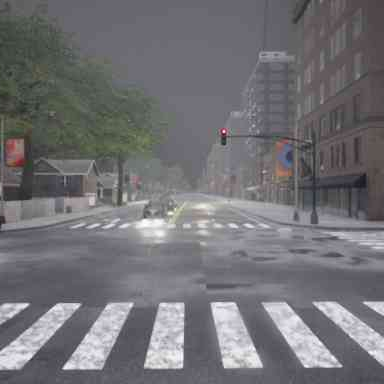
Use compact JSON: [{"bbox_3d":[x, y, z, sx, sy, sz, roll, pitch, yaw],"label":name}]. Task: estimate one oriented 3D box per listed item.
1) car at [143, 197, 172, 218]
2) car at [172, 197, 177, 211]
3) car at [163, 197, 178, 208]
[{"bbox_3d":[-3.252,1.488,30.209,2.128,1.511,4.902,0,0,0],"label":"car"},{"bbox_3d":[-3.218,1.351,39.943,2.097,1.767,4.553,0,0,1],"label":"car"},{"bbox_3d":[-3.181,1.529,49.901,1.812,1.442,4.674,0,0,0],"label":"car"}]
